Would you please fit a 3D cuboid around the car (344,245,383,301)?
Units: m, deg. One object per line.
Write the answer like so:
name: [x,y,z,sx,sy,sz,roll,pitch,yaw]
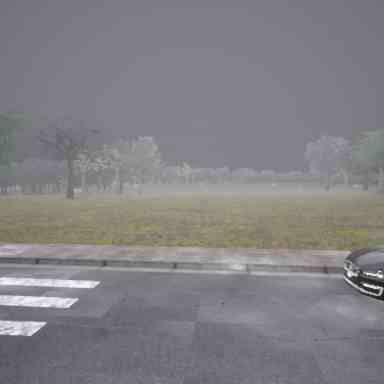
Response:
car: [5.736,1.448,6.762,4.892,1.490,1.837,-1,1,6]
